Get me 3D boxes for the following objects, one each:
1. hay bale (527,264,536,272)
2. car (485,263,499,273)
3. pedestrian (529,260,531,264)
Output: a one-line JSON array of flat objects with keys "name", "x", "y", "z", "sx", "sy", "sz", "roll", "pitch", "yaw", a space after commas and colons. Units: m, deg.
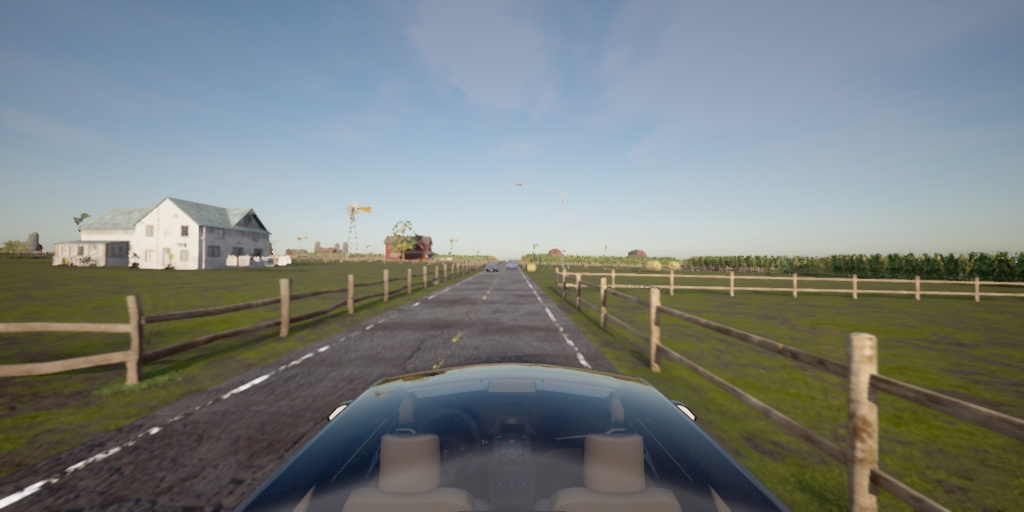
[{"name": "hay bale", "x": 3.079, "y": 1.799, "z": 56.337, "sx": 1.220, "sy": 1.180, "sz": 1.240, "roll": 0, "pitch": 0, "yaw": 0}, {"name": "car", "x": -2.872, "y": 1.661, "z": 52.281, "sx": 2.033, "sy": 1.411, "sz": 5.357, "roll": 0, "pitch": 0, "yaw": 0}, {"name": "pedestrian", "x": 2.778, "y": 1.469, "z": 57.457, "sx": 0.375, "sy": 1.860, "sz": 0.375, "roll": 1, "pitch": -1, "yaw": -2}]
